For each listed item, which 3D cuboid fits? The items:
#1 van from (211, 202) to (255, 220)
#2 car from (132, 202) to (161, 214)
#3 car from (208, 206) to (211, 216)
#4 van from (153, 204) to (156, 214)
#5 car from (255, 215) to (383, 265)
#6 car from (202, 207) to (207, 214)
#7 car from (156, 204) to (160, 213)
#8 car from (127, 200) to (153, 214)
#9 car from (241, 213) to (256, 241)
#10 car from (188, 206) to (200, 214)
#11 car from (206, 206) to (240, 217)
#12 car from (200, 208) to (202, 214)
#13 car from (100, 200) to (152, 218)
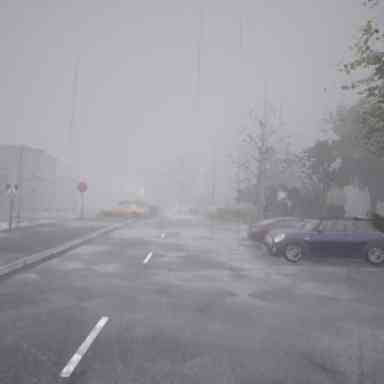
[{"bbox_3d":[4.730,2.155,37.098,4.442,1.987,1.878,2,-2,-1],"label":"van"},{"bbox_3d":[-7.632,2.664,55.704,4.553,1.767,2.185,2,-3,-1],"label":"car"},{"bbox_3d":[4.996,2.475,39.886,5.366,1.575,1.946,2,-2,-1],"label":"car"},{"bbox_3d":[-7.373,2.056,43.575,4.442,1.987,1.878,2,-2,-1],"label":"van"},{"bbox_3d":[5.116,1.757,13.136,4.553,1.767,2.185,2,-1,0],"label":"car"},{"bbox_3d":[4.696,2.530,48.266,5.566,2.045,2.435,2,-3,-1],"label":"car"},{"bbox_3d":[-7.536,2.271,49.763,5.566,2.045,2.435,2,-2,-1],"label":"car"},{"bbox_3d":[-7.427,2.044,40.536,4.553,1.767,2.185,2,-2,-1],"label":"car"},{"bbox_3d":[5.033,1.971,16.303,4.674,1.452,2.002,2,-1,-1],"label":"car"},{"bbox_3d":[0.751,3.395,62.813,1.837,1.490,4.892,-1,-4,18],"label":"car"},{"bbox_3d":[4.667,2.904,51.045,4.892,1.521,2.231,2,-3,-1],"label":"car"},{"bbox_3d":[4.609,2.771,53.723,5.566,2.045,2.435,2,-3,-1],"label":"car"},{"bbox_3d":[-7.613,2.068,37.613,5.366,1.575,1.946,2,-2,-1],"label":"car"}]
